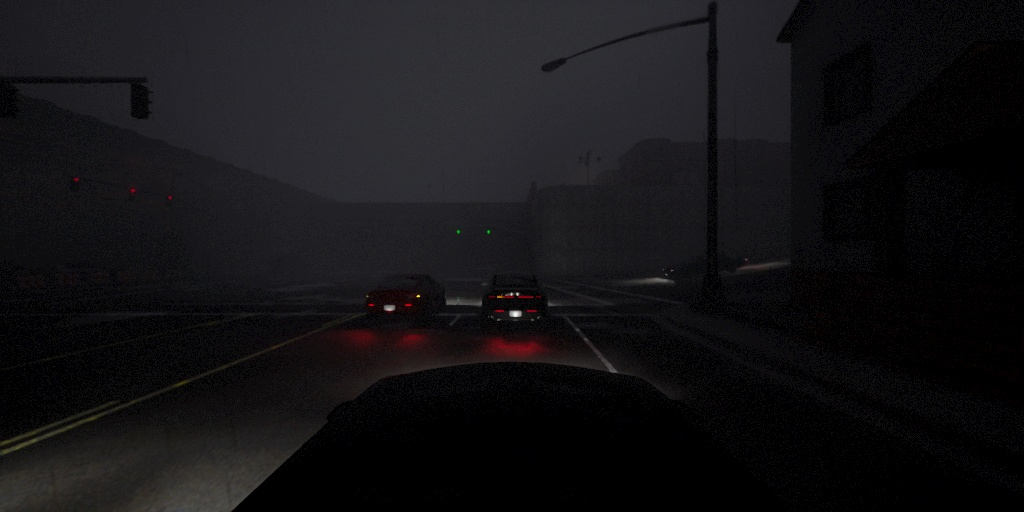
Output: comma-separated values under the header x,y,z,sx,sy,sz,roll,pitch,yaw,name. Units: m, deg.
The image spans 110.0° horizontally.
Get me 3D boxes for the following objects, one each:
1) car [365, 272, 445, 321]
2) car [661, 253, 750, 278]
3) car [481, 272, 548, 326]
x,y,z,sx,sy,sz,roll,pitch,yaw,name
-3.472,1.270,12.276,1.812,1.442,4.674,0,0,-2,car
13.116,0.554,24.471,5.357,1.411,2.033,-7,0,0,car
0.058,1.255,11.560,1.837,1.490,4.892,0,-1,-1,car
